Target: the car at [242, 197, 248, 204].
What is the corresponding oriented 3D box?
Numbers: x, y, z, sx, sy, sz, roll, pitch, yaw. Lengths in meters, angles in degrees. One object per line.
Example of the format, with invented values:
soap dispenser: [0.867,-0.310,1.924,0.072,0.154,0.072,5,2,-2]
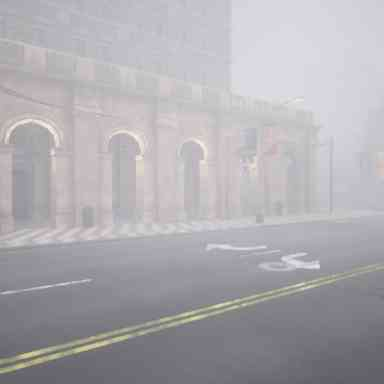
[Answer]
car: [9.847,1.592,56.587,1.895,1.301,4.718,0,0,-36]
